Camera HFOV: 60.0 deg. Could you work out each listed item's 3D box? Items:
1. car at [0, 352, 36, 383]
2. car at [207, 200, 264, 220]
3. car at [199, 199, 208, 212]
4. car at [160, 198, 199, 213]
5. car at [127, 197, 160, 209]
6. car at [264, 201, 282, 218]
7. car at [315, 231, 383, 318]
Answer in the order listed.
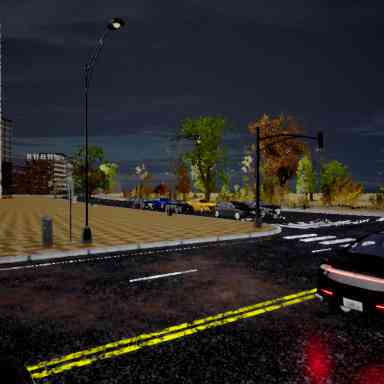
[{"bbox_3d":[-3.141,1.492,1.169,4.902,1.511,2.128,0,0,-35],"label":"car"},{"bbox_3d":[3.732,1.564,29.198,1.837,1.490,4.892,0,0,-32],"label":"car"},{"bbox_3d":[1.052,1.550,39.727,1.882,1.535,5.008,0,0,-31],"label":"car"},{"bbox_3d":[-1.480,1.648,37.633,1.994,1.385,4.181,0,0,-32],"label":"car"},{"bbox_3d":[-6.801,1.597,46.417,2.128,1.511,4.902,0,0,-31],"label":"car"},{"bbox_3d":[6.280,1.540,31.257,2.128,1.511,4.902,0,0,-32],"label":"car"},{"bbox_3d":[4.444,1.491,6.410,4.902,1.511,2.128,0,0,-34],"label":"car"}]
